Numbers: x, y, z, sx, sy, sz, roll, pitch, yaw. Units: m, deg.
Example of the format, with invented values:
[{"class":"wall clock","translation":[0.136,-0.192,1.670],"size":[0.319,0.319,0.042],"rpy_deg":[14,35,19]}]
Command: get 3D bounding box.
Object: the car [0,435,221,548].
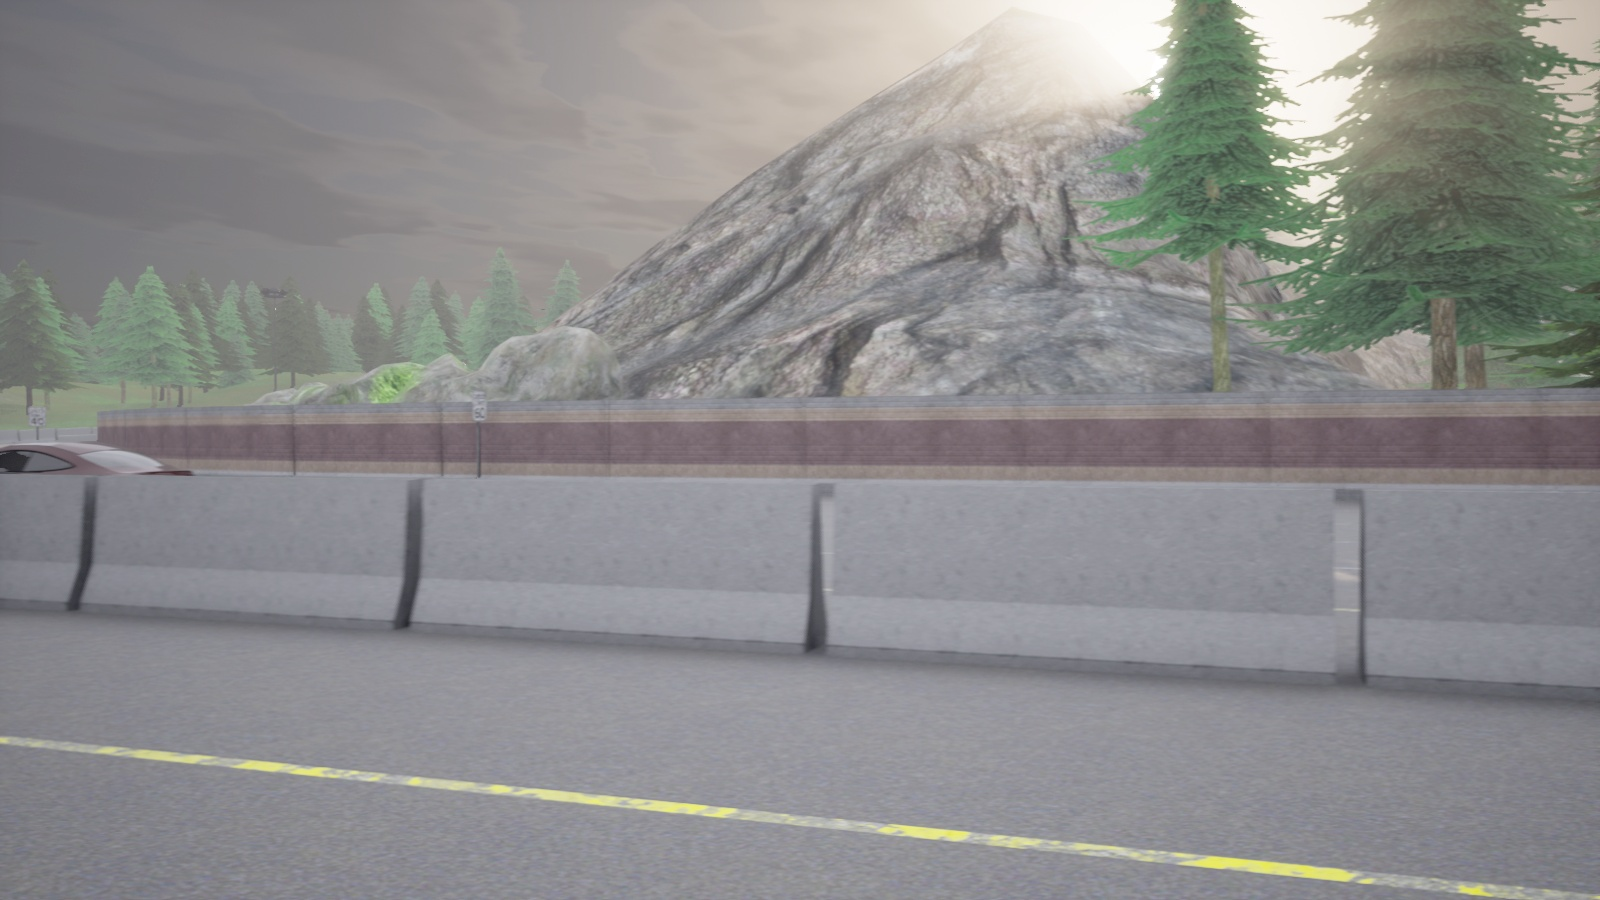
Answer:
[{"class":"car","translation":[-10.816,0.525,17.919],"size":[4.674,1.442,1.812],"rpy_deg":[0,1,19]}]
